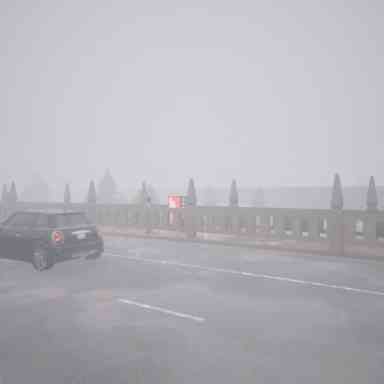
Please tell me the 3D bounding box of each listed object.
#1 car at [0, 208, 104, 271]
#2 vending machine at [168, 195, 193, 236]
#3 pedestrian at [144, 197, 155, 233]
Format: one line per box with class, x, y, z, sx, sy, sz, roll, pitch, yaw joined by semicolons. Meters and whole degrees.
car;-5.150;1.351;11.033;4.553;1.767;2.097;0;0;30
vending machine;-0.584;1.195;17.634;0.880;2.100;1.100;0;0;30
pedestrian;-2.151;1.141;16.833;0.375;1.860;0.375;0;0;29
